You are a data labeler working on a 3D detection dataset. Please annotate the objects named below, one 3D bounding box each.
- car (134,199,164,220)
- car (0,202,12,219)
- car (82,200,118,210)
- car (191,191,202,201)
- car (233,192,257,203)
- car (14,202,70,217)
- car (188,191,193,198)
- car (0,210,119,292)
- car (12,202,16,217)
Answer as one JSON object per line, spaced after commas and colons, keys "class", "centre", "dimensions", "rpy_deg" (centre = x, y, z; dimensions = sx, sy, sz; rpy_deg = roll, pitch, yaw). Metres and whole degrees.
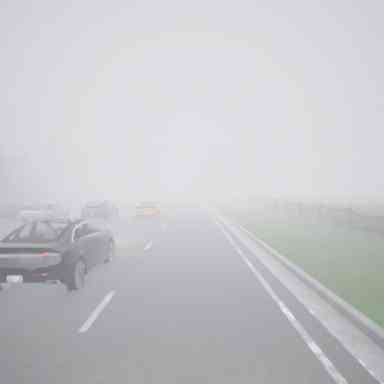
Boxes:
{"class": "car", "centre": [-3.399, 1.341, 26.895], "dimensions": [1.882, 1.535, 5.008], "rpy_deg": [0, 0, 0]}
{"class": "car", "centre": [-6.900, 1.181, 7.831], "dimensions": [2.150, 2.045, 5.566], "rpy_deg": [0, 0, 0]}
{"class": "car", "centre": [-6.899, 1.363, 25.281], "dimensions": [2.128, 1.511, 4.902], "rpy_deg": [0, 0, 0]}
{"class": "car", "centre": [1.228, 1.141, 71.993], "dimensions": [1.837, 1.490, 4.892], "rpy_deg": [0, 0, 0]}
{"class": "car", "centre": [8.924, 0.930, 55.995], "dimensions": [3.866, 1.878, 1.905], "rpy_deg": [0, 0, 0]}
{"class": "car", "centre": [-10.399, 1.480, 23.812], "dimensions": [1.895, 1.301, 4.718], "rpy_deg": [0, 0, 0]}
{"class": "car", "centre": [0.005, 0.694, 91.605], "dimensions": [2.150, 2.045, 5.566], "rpy_deg": [0, 0, 0]}
{"class": "car", "centre": [-3.399, 1.446, 8.815], "dimensions": [2.128, 1.511, 4.902], "rpy_deg": [0, 0, 0]}
{"class": "car", "centre": [-13.899, 1.433, 25.859], "dimensions": [1.994, 1.385, 4.181], "rpy_deg": [0, 0, 0]}
